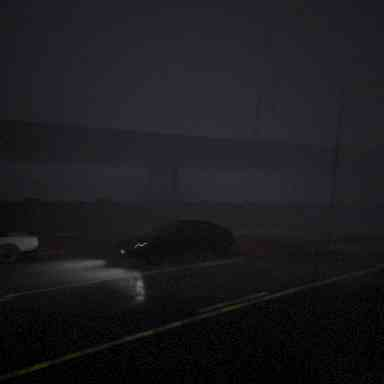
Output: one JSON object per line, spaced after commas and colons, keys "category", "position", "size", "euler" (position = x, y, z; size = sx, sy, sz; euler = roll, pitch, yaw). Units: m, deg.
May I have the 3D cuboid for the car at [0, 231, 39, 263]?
{"category": "car", "position": [-7.849, 1.770, 11.069], "size": [4.718, 1.301, 1.895], "euler": [1, -1, -40]}

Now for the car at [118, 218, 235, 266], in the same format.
{"category": "car", "position": [-0.431, 1.712, 12.442], "size": [4.674, 1.442, 1.812], "euler": [1, -1, -37]}
